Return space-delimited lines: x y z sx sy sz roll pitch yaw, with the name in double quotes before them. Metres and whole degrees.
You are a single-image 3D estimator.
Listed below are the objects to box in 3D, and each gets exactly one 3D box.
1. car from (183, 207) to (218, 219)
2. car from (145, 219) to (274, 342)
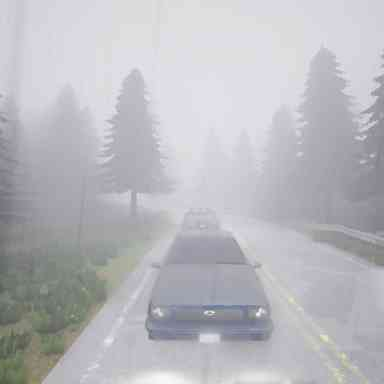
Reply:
"car" 0.482 1.584 19.172 1.994 1.385 4.181 0 0 -2
"car" 0.286 1.558 7.088 2.033 1.411 5.357 0 0 1
